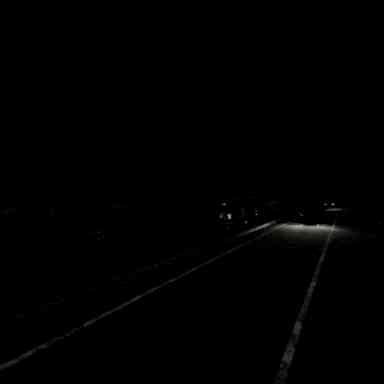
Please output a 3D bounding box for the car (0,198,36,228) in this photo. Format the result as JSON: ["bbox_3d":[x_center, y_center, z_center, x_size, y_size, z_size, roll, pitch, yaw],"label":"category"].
[{"bbox_3d":[-12.921,1.323,22.085,4.553,1.767,2.185,0,0,25],"label":"car"}]

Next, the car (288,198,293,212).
[{"bbox_3d":[8.318,1.700,37.050,4.792,1.488,2.163,0,0,25],"label":"car"}]

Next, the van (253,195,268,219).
[{"bbox_3d":[3.521,1.353,26.917,4.442,1.987,1.878,0,0,25],"label":"van"}]

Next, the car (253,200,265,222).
[{"bbox_3d":[2.464,1.558,24.317,4.892,1.521,2.231,0,0,25],"label":"car"}]

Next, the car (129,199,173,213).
[{"bbox_3d":[-4.858,1.631,39.831,4.792,1.488,2.163,0,0,25],"label":"car"}]

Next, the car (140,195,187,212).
[{"bbox_3d":[-3.646,1.374,42.340,5.566,2.045,2.435,0,0,25],"label":"car"}]

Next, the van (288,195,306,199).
[{"bbox_3d":[14.230,1.591,49.759,4.442,1.987,1.878,0,-1,25],"label":"van"}]

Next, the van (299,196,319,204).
[{"bbox_3d":[29.181,1.998,82.992,4.442,1.987,1.878,0,-1,25],"label":"van"}]

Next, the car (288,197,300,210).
[{"bbox_3d":[10.629,1.724,42.160,5.008,1.535,2.097,0,-1,25],"label":"car"}]

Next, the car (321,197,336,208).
[{"bbox_3d":[23.419,1.988,56.544,1.837,1.490,4.892,0,-1,25],"label":"car"}]

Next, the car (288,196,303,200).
[{"bbox_3d":[11.621,1.750,44.785,5.366,1.575,1.946,0,-1,25],"label":"car"}]

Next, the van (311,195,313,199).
[{"bbox_3d":[18.896,1.717,59.955,4.442,1.987,1.878,0,-1,25],"label":"van"}]

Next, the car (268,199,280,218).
[{"bbox_3d":[4.797,1.601,29.415,5.008,1.535,2.097,0,0,25],"label":"car"}]

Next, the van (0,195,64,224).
[{"bbox_3d":[-11.894,1.241,24.674,4.442,1.987,1.878,0,0,25],"label":"van"}]

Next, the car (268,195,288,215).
[{"bbox_3d":[5.935,1.372,31.980,5.566,2.045,2.435,0,0,25],"label":"car"}]

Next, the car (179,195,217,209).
[{"bbox_3d":[0.939,1.486,52.358,5.566,2.045,2.435,0,-1,25],"label":"car"}]

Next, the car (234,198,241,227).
[{"bbox_3d":[0.151,1.386,19.209,4.553,1.767,2.185,0,0,25],"label":"car"}]

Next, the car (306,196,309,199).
[{"bbox_3d":[15.315,1.878,52.342,4.792,1.488,2.163,0,-1,25],"label":"car"}]

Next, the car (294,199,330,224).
[{"bbox_3d":[9.661,1.626,26.587,1.882,1.535,5.008,0,0,25],"label":"car"}]

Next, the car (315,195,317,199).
[{"bbox_3d":[22.317,1.911,67.636,4.553,1.767,2.185,0,-1,25],"label":"car"}]

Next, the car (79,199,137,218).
[{"bbox_3d":[-8.140,1.532,32.144,5.366,1.575,1.946,0,0,25],"label":"car"}]

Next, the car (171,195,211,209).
[{"bbox_3d":[-0.168,1.457,49.937,5.566,2.045,2.435,0,-1,25],"label":"car"}]

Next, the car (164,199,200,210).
[{"bbox_3d":[-1.404,1.717,47.302,4.674,1.452,2.002,0,0,25],"label":"car"}]

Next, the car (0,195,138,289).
[{"bbox_3d":[-4.583,1.199,9.047,5.566,2.045,2.435,0,0,25],"label":"car"}]

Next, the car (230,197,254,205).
[{"bbox_3d":[11.400,2.021,75.304,4.892,1.521,2.231,0,-1,25],"label":"car"}]

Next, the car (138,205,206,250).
[{"bbox_3d":[-2.223,1.475,14.130,4.892,1.521,2.231,0,0,25],"label":"car"}]

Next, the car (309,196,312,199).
[{"bbox_3d":[17.626,1.911,57.450,5.008,1.535,2.097,0,-1,25],"label":"car"}]

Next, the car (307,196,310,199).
[{"bbox_3d":[16.482,1.909,54.891,4.792,1.488,2.163,0,-1,25],"label":"car"}]

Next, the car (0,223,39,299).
[{"bbox_3d":[-5.723,1.444,6.488,4.892,1.521,2.231,0,0,25],"label":"car"}]

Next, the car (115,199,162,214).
[{"bbox_3d":[-5.964,1.609,37.275,4.792,1.488,2.163,0,0,25],"label":"car"}]

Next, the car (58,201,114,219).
[{"bbox_3d":[-9.467,1.552,29.688,4.674,1.452,2.002,0,0,25],"label":"car"}]

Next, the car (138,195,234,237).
[{"bbox_3d":[-1.071,1.242,16.689,5.566,2.045,2.435,0,0,25],"label":"car"}]

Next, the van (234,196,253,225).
[{"bbox_3d":[1.397,1.309,21.723,4.442,1.987,1.878,0,0,25],"label":"van"}]

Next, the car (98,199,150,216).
[{"bbox_3d":[-7.144,1.557,34.753,5.008,1.535,2.097,0,0,25],"label":"car"}]

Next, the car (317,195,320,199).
[{"bbox_3d":[23.481,1.816,70.187,5.566,2.045,2.435,0,-1,25],"label":"car"}]

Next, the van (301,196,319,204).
[{"bbox_3d":[30.348,2.029,85.541,4.442,1.987,1.878,0,-1,25],"label":"van"}]

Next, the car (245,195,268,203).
[{"bbox_3d":[17.157,1.924,87.936,5.566,2.045,2.435,0,-1,25],"label":"car"}]

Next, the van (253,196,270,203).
[{"bbox_3d":[19.386,2.011,93.020,4.442,1.987,1.878,0,-1,25],"label":"van"}]
